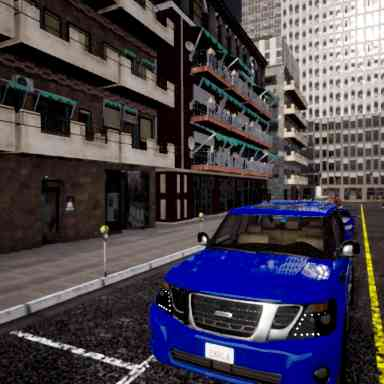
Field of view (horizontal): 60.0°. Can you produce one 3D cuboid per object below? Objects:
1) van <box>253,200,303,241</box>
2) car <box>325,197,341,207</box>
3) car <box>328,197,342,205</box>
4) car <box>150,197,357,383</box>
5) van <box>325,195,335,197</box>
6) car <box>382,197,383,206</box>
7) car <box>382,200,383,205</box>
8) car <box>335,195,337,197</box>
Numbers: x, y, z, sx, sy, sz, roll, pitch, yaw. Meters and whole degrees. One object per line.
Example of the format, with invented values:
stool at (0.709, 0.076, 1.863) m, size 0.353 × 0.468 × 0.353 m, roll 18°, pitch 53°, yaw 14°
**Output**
van at (4.534, 1.334, 17.180) m, size 1.690 × 1.788 × 3.998 m, roll -1°, pitch 0°, yaw 27°
car at (22.015, 1.538, 51.868) m, size 1.947 × 1.339 × 4.313 m, roll -1°, pitch 0°, yaw 27°
car at (24.511, 1.514, 56.823) m, size 1.887 × 1.381 × 4.507 m, roll -1°, pitch 0°, yaw 27°
car at (1.530, 1.219, 5.701) m, size 2.150 × 2.045 × 5.566 m, roll 0°, pitch 0°, yaw 27°
van at (14.522, 1.323, 37.002) m, size 1.690 × 1.788 × 3.998 m, roll -1°, pitch 0°, yaw 27°
car at (31.634, 1.496, 53.447) m, size 1.752 × 1.417 × 4.829 m, roll -1°, pitch 0°, yaw 27°
car at (29.061, 1.519, 48.339) m, size 1.887 × 1.381 × 4.507 m, roll -1°, pitch 0°, yaw 27°
car at (19.515, 1.291, 46.913) m, size 2.192 × 1.841 × 5.009 m, roll -1°, pitch 0°, yaw 27°
